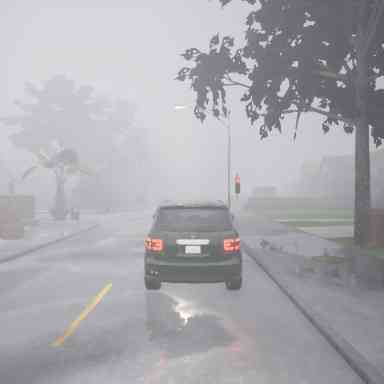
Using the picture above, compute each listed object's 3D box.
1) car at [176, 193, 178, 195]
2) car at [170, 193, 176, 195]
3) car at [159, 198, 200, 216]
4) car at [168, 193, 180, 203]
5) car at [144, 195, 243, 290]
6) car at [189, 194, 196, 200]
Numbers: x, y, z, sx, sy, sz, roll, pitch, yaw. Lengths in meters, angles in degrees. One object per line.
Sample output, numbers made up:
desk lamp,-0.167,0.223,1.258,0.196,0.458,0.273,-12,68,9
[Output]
car,-4.003,1.491,62.846,2.128,1.511,4.902,0,0,0
car,-4.046,1.352,52.444,2.097,1.767,4.553,0,0,0
car,-1.225,1.505,34.816,1.837,1.490,4.892,3,1,31
car,-3.935,1.225,73.359,2.150,2.045,5.566,0,0,0
car,0.045,1.221,9.205,2.150,2.045,5.566,0,0,1
car,0.078,1.356,88.161,1.812,1.442,4.674,0,0,0
